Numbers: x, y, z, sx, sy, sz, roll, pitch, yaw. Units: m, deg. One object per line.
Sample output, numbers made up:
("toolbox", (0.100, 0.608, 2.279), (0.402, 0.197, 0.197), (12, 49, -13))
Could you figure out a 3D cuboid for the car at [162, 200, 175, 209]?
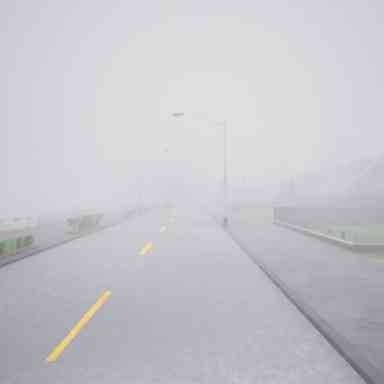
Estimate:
("car", (-4.029, 2.142, 58.092), (1.837, 1.490, 4.892), (0, 0, 1))
